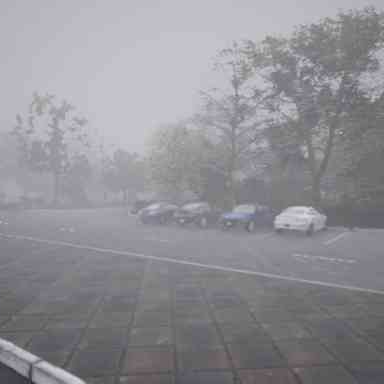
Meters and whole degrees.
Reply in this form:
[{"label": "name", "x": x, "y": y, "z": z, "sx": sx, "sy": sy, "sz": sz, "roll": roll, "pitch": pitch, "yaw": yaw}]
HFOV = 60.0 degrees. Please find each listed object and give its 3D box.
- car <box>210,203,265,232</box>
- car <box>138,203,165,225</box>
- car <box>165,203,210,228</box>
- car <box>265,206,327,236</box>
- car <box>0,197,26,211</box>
[{"label": "car", "x": 3.451, "y": 1.457, "z": 20.091, "sx": 2.097, "sy": 1.535, "sz": 5.008, "roll": 0, "pitch": 0, "yaw": 36}, {"label": "car", "x": -1.882, "y": 1.499, "z": 23.892, "sx": 2.002, "sy": 1.452, "sz": 4.674, "roll": 0, "pitch": 0, "yaw": 36}, {"label": "car", "x": 0.781, "y": 1.459, "z": 21.985, "sx": 2.231, "sy": 1.521, "sz": 4.892, "roll": 0, "pitch": 0, "yaw": 36}, {"label": "car", "x": 6.008, "y": 1.496, "z": 18.254, "sx": 2.002, "sy": 1.452, "sz": 4.674, "roll": 0, "pitch": 0, "yaw": 36}, {"label": "car", "x": -21.662, "y": 1.340, "z": 38.070, "sx": 2.185, "sy": 1.767, "sz": 4.553, "roll": 0, "pitch": 0, "yaw": 35}]
